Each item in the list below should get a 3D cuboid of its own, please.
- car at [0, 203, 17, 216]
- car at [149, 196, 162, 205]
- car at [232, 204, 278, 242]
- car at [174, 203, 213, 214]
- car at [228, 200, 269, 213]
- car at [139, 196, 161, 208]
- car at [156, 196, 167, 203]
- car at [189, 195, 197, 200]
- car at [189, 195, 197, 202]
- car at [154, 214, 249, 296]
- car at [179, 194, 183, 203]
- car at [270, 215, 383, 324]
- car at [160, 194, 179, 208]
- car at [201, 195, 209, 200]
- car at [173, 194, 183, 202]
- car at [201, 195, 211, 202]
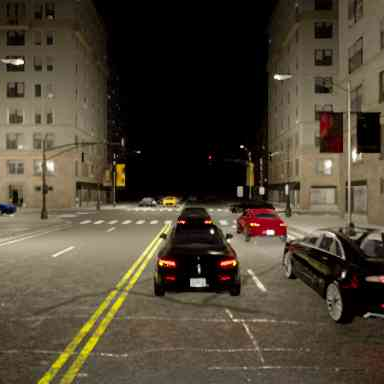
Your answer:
[{"bbox_3d":[-19.392,1.444,31.713,5.008,1.535,1.882,0,0,0],"label":"car"},{"bbox_3d":[-6.452,1.491,59.508,1.837,1.490,4.892,0,0,0],"label":"car"},{"bbox_3d":[3.283,1.520,16.199,1.812,1.442,4.674,0,0,0],"label":"car"},{"bbox_3d":[0.135,1.520,17.413,1.812,1.442,4.674,0,0,0],"label":"car"},{"bbox_3d":[5.957,1.525,33.600,4.674,1.442,1.812,1,0,-11],"label":"car"},{"bbox_3d":[-6.464,1.537,49.207,2.033,1.411,5.357,0,0,4],"label":"car"},{"bbox_3d":[-6.352,1.506,69.493,1.812,1.442,4.674,0,0,0],"label":"car"},{"bbox_3d":[0.189,1.391,88.566,1.994,1.385,4.181,0,0,0],"label":"car"},{"bbox_3d":[0.169,1.568,78.592,1.895,1.301,4.718,0,0,0],"label":"car"},{"bbox_3d":[0.115,1.522,8.504,1.812,1.442,4.674,0,0,0],"label":"car"},{"bbox_3d":[-3.189,1.586,61.136,1.895,1.301,4.718,0,0,0],"label":"car"},{"bbox_3d":[3.352,1.488,7.104,2.128,1.511,4.902,0,0,1],"label":"car"},{"bbox_3d":[-3.248,1.467,49.495,1.882,1.535,5.008,0,0,-1],"label":"car"},{"bbox_3d":[3.439,1.391,88.558,1.994,1.385,4.181,0,0,0],"label":"car"},{"bbox_3d":[-3.091,1.333,74.752,2.097,1.767,4.553,0,0,0],"label":"car"},{"bbox_3d":[3.417,1.513,78.139,2.033,1.411,5.357,0,0,0],"label":"car"}]
